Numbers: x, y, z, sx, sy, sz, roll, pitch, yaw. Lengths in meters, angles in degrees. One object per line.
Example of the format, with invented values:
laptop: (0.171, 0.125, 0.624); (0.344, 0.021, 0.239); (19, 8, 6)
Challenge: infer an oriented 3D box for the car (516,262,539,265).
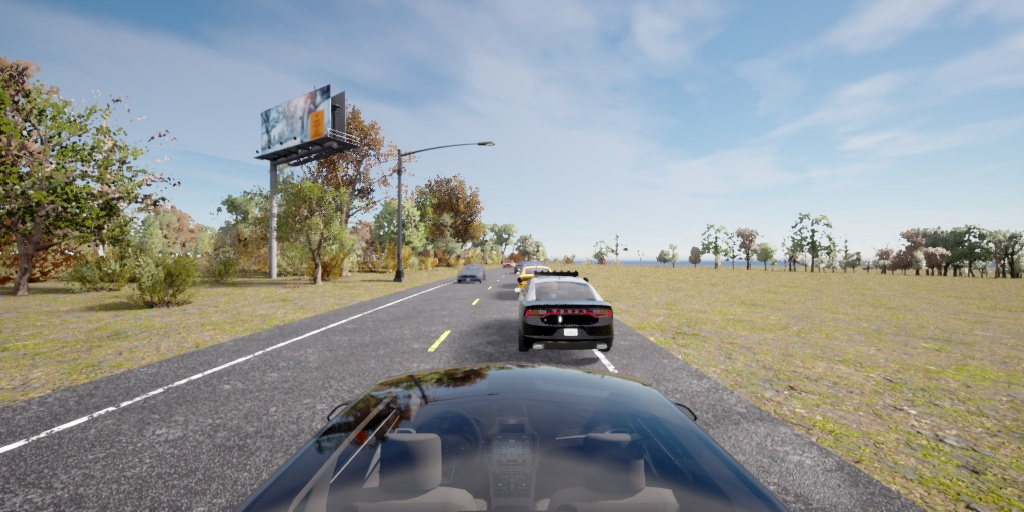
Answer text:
car: (1.263, 1.266, 18.934); (1.882, 1.535, 5.008); (0, 0, 1)

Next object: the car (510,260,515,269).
car: (1.321, 1.464, 45.790); (2.128, 1.511, 4.902); (0, 0, 4)

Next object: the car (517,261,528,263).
car: (1.425, 1.295, 24.912); (1.882, 1.535, 5.008); (0, 0, 2)

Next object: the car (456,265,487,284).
car: (-3.089, 1.387, 28.701); (2.033, 1.411, 5.357); (0, 0, 2)

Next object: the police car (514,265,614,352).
police car: (1.093, 1.184, 9.079); (1.930, 1.638, 5.238); (0, 0, 1)
